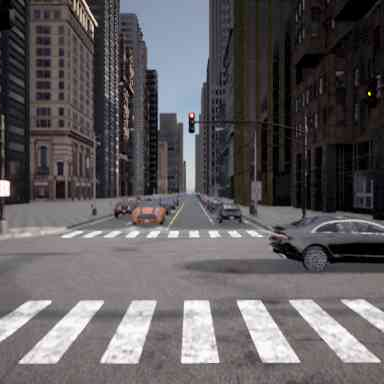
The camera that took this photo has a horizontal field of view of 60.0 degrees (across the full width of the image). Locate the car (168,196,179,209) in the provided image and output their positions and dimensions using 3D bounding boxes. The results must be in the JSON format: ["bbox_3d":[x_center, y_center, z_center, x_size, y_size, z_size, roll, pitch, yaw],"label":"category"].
[{"bbox_3d":[-3.087,1.540,42.901,2.033,1.411,5.357,0,0,0],"label":"car"}]

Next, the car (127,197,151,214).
[{"bbox_3d":[-5.774,1.432,36.421,1.967,1.590,4.097,0,0,0],"label":"car"}]

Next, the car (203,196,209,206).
[{"bbox_3d":[2.751,1.537,42.072,1.887,1.381,4.507,0,0,0],"label":"car"}]

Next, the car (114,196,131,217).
[{"bbox_3d":[-5.772,1.308,30.779,2.192,1.841,5.009,0,0,0],"label":"car"}]

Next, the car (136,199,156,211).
[{"bbox_3d":[-5.775,1.558,42.062,1.947,1.339,4.313,0,0,0],"label":"car"}]

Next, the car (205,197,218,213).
[{"bbox_3d":[2.752,1.543,36.432,2.008,1.369,4.403,0,0,0],"label":"car"}]

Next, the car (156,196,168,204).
[{"bbox_3d":[-5.780,1.521,64.454,1.752,1.417,4.829,0,0,0],"label":"car"}]

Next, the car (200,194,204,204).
[{"bbox_3d":[2.748,1.433,53.353,1.967,1.590,4.097,0,0,0],"label":"car"}]

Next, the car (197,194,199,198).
[{"bbox_3d":[2.743,1.545,75.915,1.887,1.381,4.507,0,0,0],"label":"car"}]

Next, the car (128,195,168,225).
[{"bbox_3d":[-3.047,1.346,24.101,2.097,1.767,4.553,0,0,-2],"label":"car"}]

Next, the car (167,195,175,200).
[{"bbox_3d":[-5.787,1.538,92.657,1.752,1.417,4.829,0,0,0],"label":"car"}]

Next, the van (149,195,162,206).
[{"bbox_3d":[-5.778,1.334,53.342,1.690,1.788,3.998,0,0,0],"label":"van"}]

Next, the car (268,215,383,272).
[{"bbox_3d":[4.811,1.477,10.098,4.902,1.511,2.128,0,0,0],"label":"car"}]

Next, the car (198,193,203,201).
[{"bbox_3d":[2.745,1.436,64.634,1.967,1.590,4.097,0,0,0],"label":"car"}]

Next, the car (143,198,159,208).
[{"bbox_3d":[-5.776,1.574,47.701,1.802,1.307,4.206,0,0,0],"label":"car"}]

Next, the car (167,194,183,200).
[{"bbox_3d":[-3.029,1.484,53.015,2.128,1.511,4.902,0,0,0],"label":"car"}]

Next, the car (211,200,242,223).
[{"bbox_3d":[2.754,1.544,25.150,2.008,1.369,4.403,0,0,0],"label":"car"}]

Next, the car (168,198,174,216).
[{"bbox_3d":[-3.100,1.593,33.148,1.895,1.301,4.718,0,0,0],"label":"car"}]

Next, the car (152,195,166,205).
[{"bbox_3d":[-5.779,1.434,58.983,1.967,1.590,4.097,0,0,0],"label":"car"}]

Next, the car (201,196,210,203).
[{"bbox_3d":[2.744,1.523,70.445,1.752,1.417,4.829,0,0,0],"label":"car"}]
